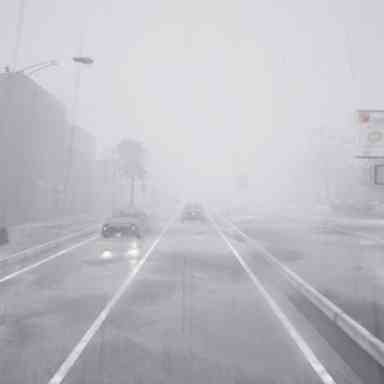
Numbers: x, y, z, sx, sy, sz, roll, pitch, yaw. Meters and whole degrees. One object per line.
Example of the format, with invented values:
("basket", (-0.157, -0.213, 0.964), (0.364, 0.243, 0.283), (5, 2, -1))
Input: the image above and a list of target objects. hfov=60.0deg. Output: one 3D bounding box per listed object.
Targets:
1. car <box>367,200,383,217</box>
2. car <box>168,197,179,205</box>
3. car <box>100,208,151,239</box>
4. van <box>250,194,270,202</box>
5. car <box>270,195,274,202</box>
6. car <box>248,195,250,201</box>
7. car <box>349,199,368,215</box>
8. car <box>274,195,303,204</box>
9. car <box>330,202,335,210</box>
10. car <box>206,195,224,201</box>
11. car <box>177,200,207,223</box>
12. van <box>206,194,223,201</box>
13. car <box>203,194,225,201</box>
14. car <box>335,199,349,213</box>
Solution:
("car", (18.701, 1.549, 29.573), (4.674, 1.452, 2.002), (0, 0, 0))
("car", (-3.280, 1.590, 60.387), (1.882, 1.535, 5.008), (0, 0, 1))
("car", (-3.349, 1.581, 17.830), (2.033, 1.411, 5.357), (0, 0, 0))
("van", (18.440, 1.520, 87.574), (4.442, 1.987, 1.878), (0, -1, 0))
("car", (18.692, 1.609, 66.777), (4.674, 1.452, 2.002), (0, 0, 0))
("car", (18.720, 1.795, 90.365), (5.366, 1.575, 1.946), (0, -1, 0))
("car", (18.712, 1.514, 32.722), (5.008, 1.535, 2.097), (0, 0, 0))
("car", (18.762, 1.437, 63.607), (4.553, 1.767, 2.185), (0, 0, 0))
("car", (18.708, 1.564, 39.271), (4.674, 1.452, 2.002), (0, 0, 0))
("car", (6.292, 1.682, 91.041), (4.553, 1.767, 2.185), (0, -1, 0))
("car", (0.103, 1.596, 25.950), (2.033, 1.411, 5.357), (0, 0, 0))
("van", (6.353, 1.652, 94.080), (4.442, 1.987, 1.878), (0, -1, 0))
("car", (6.099, 1.750, 88.119), (5.366, 1.575, 1.946), (0, -1, 0))
("car", (18.703, 1.520, 35.995), (4.892, 1.521, 2.231), (0, 0, 0))
